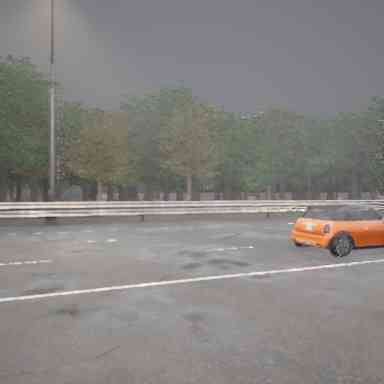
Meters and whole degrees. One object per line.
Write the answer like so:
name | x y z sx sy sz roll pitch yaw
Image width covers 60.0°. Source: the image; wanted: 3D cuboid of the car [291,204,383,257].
car | 6.084 1.278 12.558 4.553 1.767 2.097 0 1 -23
